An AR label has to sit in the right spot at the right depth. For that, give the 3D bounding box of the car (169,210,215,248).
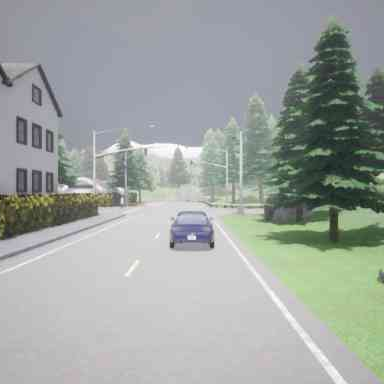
[{"bbox_3d":[0.000,1.531,14.650,1.812,1.442,4.674,0,0,0],"label":"car"}]
